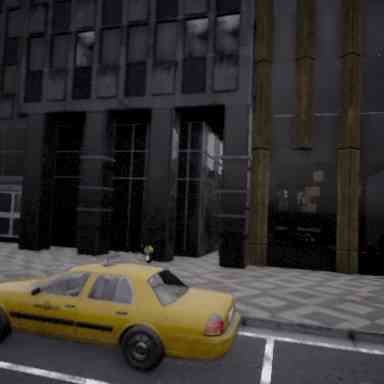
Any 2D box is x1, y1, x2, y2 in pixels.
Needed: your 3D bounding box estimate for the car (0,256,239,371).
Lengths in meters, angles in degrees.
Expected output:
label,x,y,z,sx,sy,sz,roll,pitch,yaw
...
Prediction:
label,x,y,z,sx,sy,sz,roll,pitch,yaw
car,-1.647,1.795,5.732,4.829,1.417,1.752,2,-3,16
